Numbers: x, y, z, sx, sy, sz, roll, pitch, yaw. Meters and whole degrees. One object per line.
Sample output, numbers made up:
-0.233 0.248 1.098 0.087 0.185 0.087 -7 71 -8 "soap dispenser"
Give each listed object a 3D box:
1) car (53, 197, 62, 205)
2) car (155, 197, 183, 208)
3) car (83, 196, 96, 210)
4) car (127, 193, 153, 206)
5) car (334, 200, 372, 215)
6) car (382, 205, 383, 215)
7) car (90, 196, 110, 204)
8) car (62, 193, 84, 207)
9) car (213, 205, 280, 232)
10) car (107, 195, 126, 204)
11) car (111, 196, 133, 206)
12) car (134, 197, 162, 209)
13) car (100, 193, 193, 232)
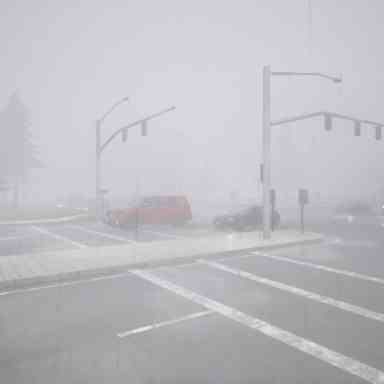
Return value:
-23.409 1.564 59.250 1.994 1.385 4.181 0 0 -34 "car"
-3.468 1.505 49.008 1.837 1.490 4.892 0 0 -35 "car"
-12.049 1.505 42.956 1.837 1.490 4.892 0 0 -35 "car"
-9.006 1.222 56.931 2.150 2.045 5.566 0 0 -35 "car"
16.324 1.525 33.567 4.674 1.442 1.812 0 0 -35 "car"
20.256 1.352 32.031 4.553 1.767 2.097 0 0 -35 "car"
-17.345 1.491 62.794 2.128 1.511 4.902 0 0 -35 "car"
-17.713 1.221 51.032 2.150 2.045 5.566 0 0 -35 "car"
3.429 1.526 20.393 4.674 1.442 1.812 0 0 -35 "car"
-14.795 1.478 65.282 1.882 1.535 5.008 0 0 -34 "car"
-11.491 1.505 54.371 1.837 1.490 4.892 0 0 -35 "car"
-6.250 1.505 46.880 1.837 1.490 4.892 0 0 -35 "car"
-2.580 1.221 20.498 5.566 2.045 2.150 0 0 -35 "car"
